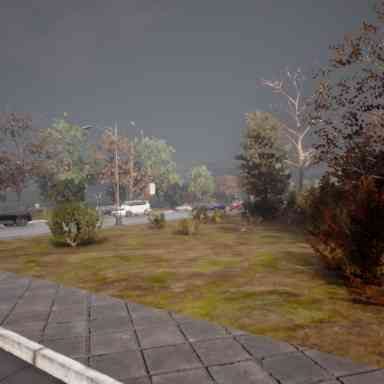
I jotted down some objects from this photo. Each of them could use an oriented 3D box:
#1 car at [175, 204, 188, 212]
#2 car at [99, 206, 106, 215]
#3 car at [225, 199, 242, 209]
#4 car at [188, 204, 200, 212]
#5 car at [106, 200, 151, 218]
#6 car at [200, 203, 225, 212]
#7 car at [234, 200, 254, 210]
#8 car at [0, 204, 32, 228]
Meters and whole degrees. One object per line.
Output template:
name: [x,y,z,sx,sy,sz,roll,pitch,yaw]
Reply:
car: [-0.994,2.768,58.242,1.895,1.301,4.718,-3,-2,32]
car: [-11.079,2.526,42.343,2.128,1.511,4.902,-3,-2,32]
car: [7.594,2.036,52.009,2.097,1.767,4.553,-3,-2,32]
car: [1.985,2.619,56.410,2.033,1.411,5.357,-3,-2,32]
car: [-7.504,2.109,41.483,2.150,2.045,5.566,-3,-2,32]
car: [3.753,2.426,52.451,1.895,1.301,4.718,-3,-2,32]
car: [9.732,2.404,61.890,1.882,1.535,5.008,-3,-2,33]
car: [-16.302,2.058,27.772,2.150,2.045,5.566,-3,-2,34]
